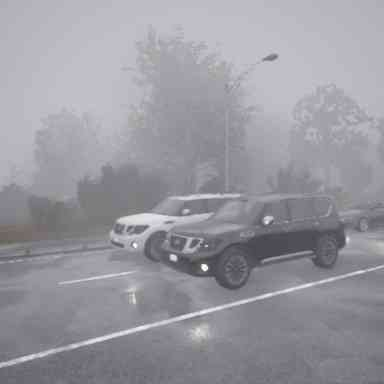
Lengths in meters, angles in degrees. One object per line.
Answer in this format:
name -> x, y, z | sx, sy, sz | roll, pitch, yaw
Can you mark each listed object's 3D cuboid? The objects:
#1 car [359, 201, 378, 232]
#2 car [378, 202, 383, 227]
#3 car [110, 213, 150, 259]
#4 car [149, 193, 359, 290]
car -> 8.661, 1.160, 17.003 | 4.181, 1.385, 1.994 | -2, 1, -28
car -> 10.220, 1.133, 13.869 | 4.674, 1.442, 1.812 | -3, 1, -27
car -> -0.092, 1.106, 12.072 | 5.566, 2.045, 2.150 | -1, 1, -33
car -> 1.897, 1.111, 9.186 | 5.566, 2.045, 2.150 | -1, 1, -32
